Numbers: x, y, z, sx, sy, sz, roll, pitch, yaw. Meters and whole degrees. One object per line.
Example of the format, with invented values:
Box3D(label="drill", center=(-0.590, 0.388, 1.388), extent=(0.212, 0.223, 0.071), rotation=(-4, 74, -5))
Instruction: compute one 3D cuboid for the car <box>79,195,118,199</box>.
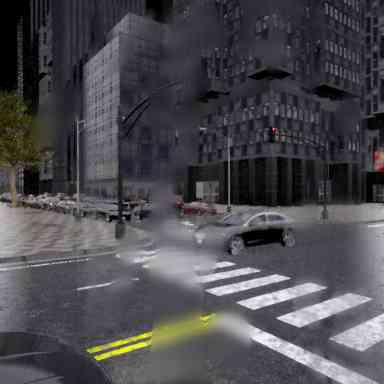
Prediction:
Box3D(label="car", center=(-10.251, 1.387, 35.734), extent=(2.128, 1.511, 4.902), rotation=(0, 0, -37))

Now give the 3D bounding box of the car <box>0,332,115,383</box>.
Box3D(label="car", center=(-2.709, 1.505, 1.488), extent=(4.892, 1.490, 1.837), rotation=(0, 0, -37))

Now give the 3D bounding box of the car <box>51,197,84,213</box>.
Box3D(label="car", center=(-12.996, 1.489, 34.813), extent=(1.802, 1.307, 4.206), rotation=(0, 0, -37))

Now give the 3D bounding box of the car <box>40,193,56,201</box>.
Box3D(label="car", center=(-33.005, 1.082, 76.128), extent=(2.192, 1.841, 5.009), rotation=(0, 0, -37))

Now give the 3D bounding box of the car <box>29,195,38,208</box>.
Box3D(label="car", center=(-19.712, 1.459, 43.874), extent=(1.802, 1.307, 4.206), rotation=(0, 0, -37))

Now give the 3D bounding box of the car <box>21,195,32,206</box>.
Box3D(label="car", center=(-22.968, 1.390, 48.268), extent=(1.752, 1.417, 4.829), rotation=(0, 0, -37))

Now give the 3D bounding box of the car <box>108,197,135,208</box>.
Box3D(label="car", center=(-9.502, 1.411, 44.415), extent=(1.947, 1.339, 4.313), rotation=(0, 0, -37))

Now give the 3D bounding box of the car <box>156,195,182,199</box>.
Box3D(label="car", center=(-2.788, 1.194, 35.355), extent=(2.192, 1.841, 5.009), rotation=(0, 0, -37))

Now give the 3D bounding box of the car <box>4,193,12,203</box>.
Box3D(label="car", center=(-33.144, 1.377, 61.998), extent=(1.887, 1.381, 4.507), rotation=(0, 0, -37))

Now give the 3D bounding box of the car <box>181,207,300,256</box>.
Box3D(label="car", center=(2.275, 1.494, 13.316), extent=(4.902, 1.511, 2.128), rotation=(0, 0, -36))

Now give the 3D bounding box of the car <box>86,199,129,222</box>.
Box3D(label="car", center=(-6.280, 1.511, 25.751), extent=(1.947, 1.339, 4.313), rotation=(0, 0, -37))

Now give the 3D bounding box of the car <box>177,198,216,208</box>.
Box3D(label="car", center=(0.570, 1.481, 30.825), extent=(1.802, 1.307, 4.206), rotation=(0, 0, -37))

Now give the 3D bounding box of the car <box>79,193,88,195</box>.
Box3D(label="car", center=(-16.217, 1.363, 53.476), extent=(1.887, 1.381, 4.507), rotation=(0, 0, -37))

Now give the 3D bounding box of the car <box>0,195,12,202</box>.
Box3D(label="car", center=(-39.860, 1.379, 71.060), extent=(1.947, 1.339, 4.313), rotation=(0, 0, -37))

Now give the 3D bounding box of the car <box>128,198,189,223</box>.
Box3D(label="car", center=(-2.702, 1.485, 25.605), extent=(2.033, 1.411, 5.357), rotation=(0, 0, -34))

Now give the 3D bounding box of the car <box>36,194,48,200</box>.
Box3D(label="car", center=(-36.463, 1.285, 80.794), extent=(1.752, 1.417, 4.829), rotation=(0, 0, -37))

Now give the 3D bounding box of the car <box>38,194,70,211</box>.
Box3D(label="car", center=(-16.354, 1.331, 39.342), extent=(1.967, 1.590, 4.097), rotation=(0, 0, -37))

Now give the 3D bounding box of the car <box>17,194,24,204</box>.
Box3D(label="car", center=(-26.428, 1.418, 52.936), extent=(1.947, 1.339, 4.313), rotation=(0, 0, -37))

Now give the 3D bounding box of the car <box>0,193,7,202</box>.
Box3D(label="car", center=(-36.502, 1.138, 66.528), extent=(2.192, 1.841, 5.009), rotation=(0, 0, -37))

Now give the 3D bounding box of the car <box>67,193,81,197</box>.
Box3D(label="car", center=(-19.576, 1.122, 58.006), extent=(2.192, 1.841, 5.009), rotation=(0, 0, -37))

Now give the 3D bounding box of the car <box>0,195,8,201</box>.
Box3D(label="car", center=(-43.217, 1.387, 75.590), extent=(1.802, 1.307, 4.206), rotation=(0, 0, -37))

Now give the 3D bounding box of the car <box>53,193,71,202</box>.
Box3D(label="car", center=(-26.290, 1.102, 67.066), extent=(2.192, 1.841, 5.009), rotation=(0, 0, -37))

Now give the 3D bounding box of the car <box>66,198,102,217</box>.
Box3D(label="car", center=(-9.639, 1.491, 30.282), extent=(1.947, 1.339, 4.313), rotation=(0, 0, -37))

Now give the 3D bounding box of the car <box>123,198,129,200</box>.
Box3D(label="car", center=(-6.145, 1.428, 39.886), extent=(1.947, 1.339, 4.313), rotation=(0, 0, -37))
